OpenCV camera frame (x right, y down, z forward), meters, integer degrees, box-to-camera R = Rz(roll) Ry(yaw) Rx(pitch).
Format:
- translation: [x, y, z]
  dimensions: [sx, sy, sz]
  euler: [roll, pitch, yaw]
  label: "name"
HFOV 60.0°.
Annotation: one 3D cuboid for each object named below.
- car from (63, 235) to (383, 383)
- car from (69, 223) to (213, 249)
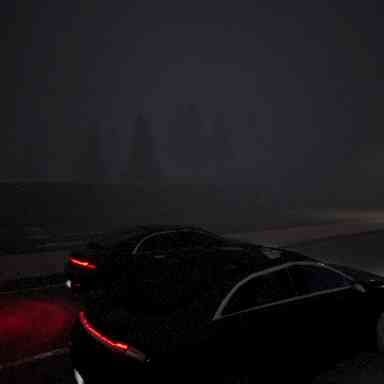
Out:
- translation: [0.953, 1.490, 4.430]
  dimensions: [4.902, 1.511, 2.128]
  euler: [0, 0, -35]
  label: "car"
- translation: [-0.386, 1.504, 7.773]
  dimensions: [4.892, 1.490, 1.837]
  euler: [0, 0, -35]
  label: "car"
